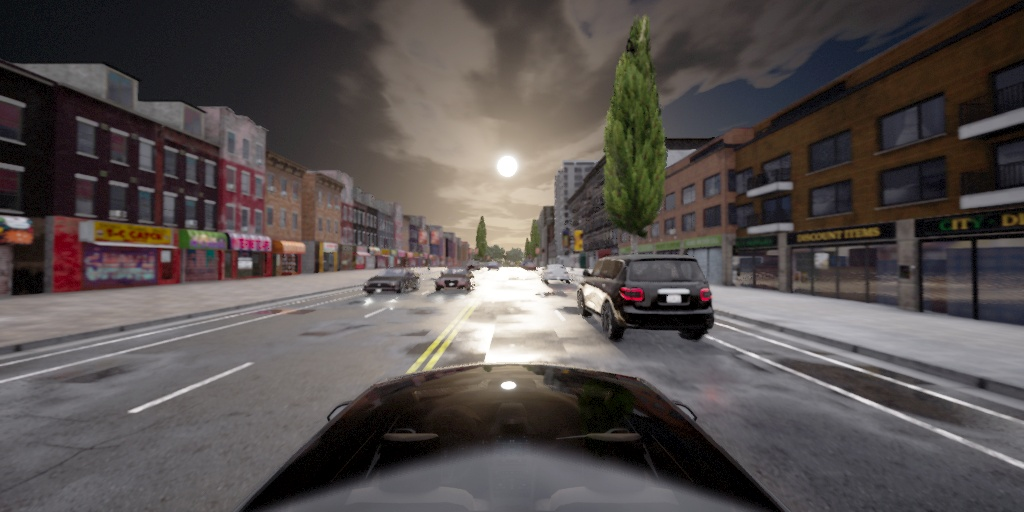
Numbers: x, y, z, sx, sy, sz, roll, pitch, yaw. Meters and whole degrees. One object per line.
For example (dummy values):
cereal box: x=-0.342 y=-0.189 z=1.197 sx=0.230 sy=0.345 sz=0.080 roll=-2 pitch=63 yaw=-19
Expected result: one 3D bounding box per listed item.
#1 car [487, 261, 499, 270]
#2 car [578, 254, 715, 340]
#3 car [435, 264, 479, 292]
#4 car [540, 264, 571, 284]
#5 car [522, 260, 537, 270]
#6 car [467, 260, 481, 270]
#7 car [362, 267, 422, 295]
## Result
car: x=-3.278 y=1.675 z=63.061 sx=1.882 sy=1.535 sz=5.008 roll=0 pitch=-1 yaw=1
car: x=3.347 y=0.987 z=10.099 sx=2.150 sy=2.045 sz=5.566 roll=0 pitch=0 yaw=0
car: x=-3.349 y=1.378 z=21.776 sx=1.994 sy=1.385 sz=4.181 roll=0 pitch=0 yaw=0
car: x=3.347 y=1.379 z=28.089 sx=1.812 sy=1.442 sz=4.674 roll=0 pitch=0 yaw=0
car: x=3.247 y=1.758 z=62.832 sx=1.994 sy=1.385 sz=4.181 roll=0 pitch=-1 yaw=0
car: x=-6.543 y=1.513 z=60.913 sx=2.097 sy=1.767 sz=4.553 roll=0 pitch=-1 yaw=1
car: x=-6.601 y=1.354 z=20.409 sx=2.033 sy=1.411 sz=5.357 roll=0 pitch=0 yaw=0
